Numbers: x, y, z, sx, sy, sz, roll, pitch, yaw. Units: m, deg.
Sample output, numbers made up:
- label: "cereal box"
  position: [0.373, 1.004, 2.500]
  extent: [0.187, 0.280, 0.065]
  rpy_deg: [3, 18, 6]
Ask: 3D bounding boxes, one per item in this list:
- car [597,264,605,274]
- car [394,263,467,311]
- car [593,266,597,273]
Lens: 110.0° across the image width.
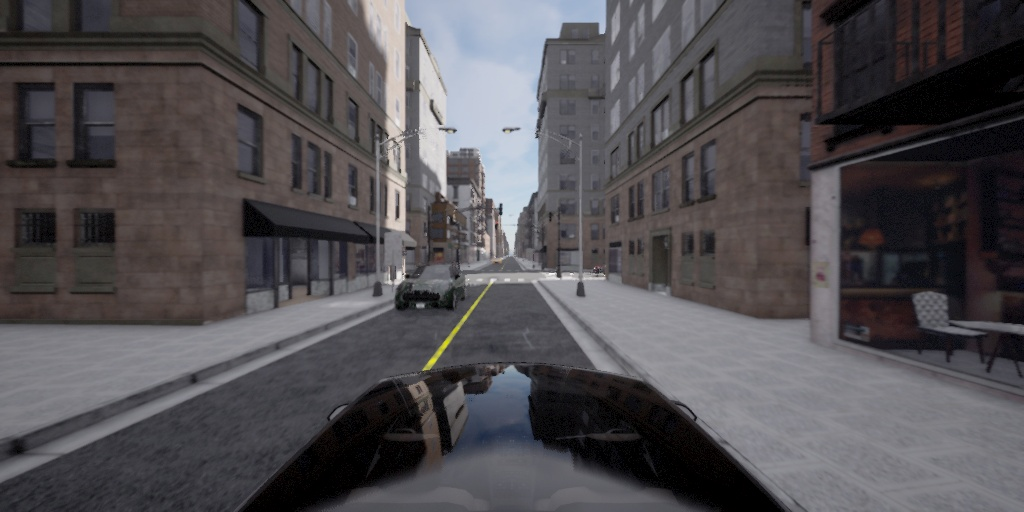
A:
- label: "car"
  position: [11.852, 1.389, 36.485]
  extent: [5.357, 1.411, 2.033]
  rpy_deg: [1, 0, 0]
- label: "car"
  position: [-3.096, 1.088, 14.404]
  extent: [2.097, 1.767, 4.553]
  rpy_deg: [0, 0, 0]
- label: "car"
  position: [11.622, 1.377, 42.162]
  extent: [4.207, 1.307, 1.802]
  rpy_deg: [0, 0, 0]
